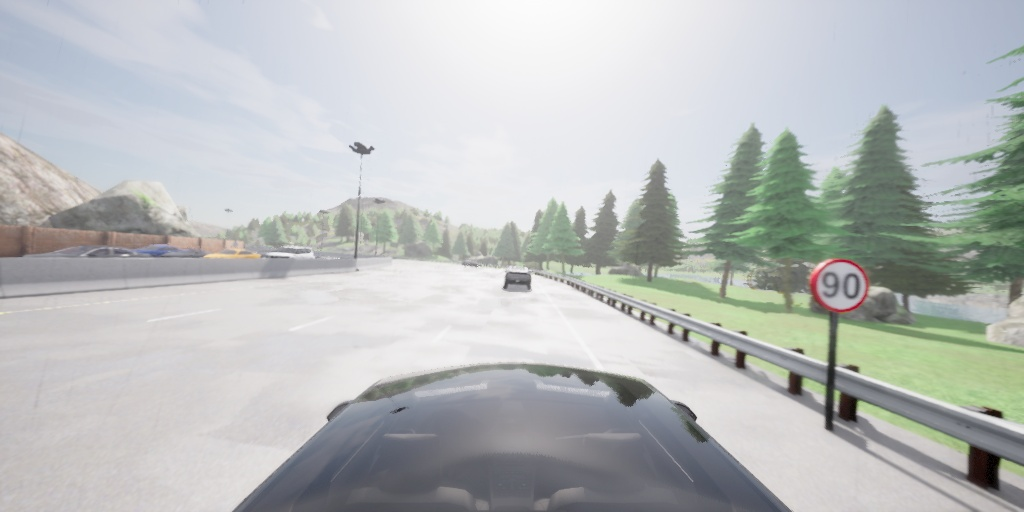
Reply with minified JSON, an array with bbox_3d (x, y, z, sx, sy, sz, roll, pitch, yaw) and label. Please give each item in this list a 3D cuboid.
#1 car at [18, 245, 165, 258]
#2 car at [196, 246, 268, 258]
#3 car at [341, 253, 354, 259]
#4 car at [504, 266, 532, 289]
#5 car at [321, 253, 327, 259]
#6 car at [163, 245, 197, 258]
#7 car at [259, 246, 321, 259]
[{"bbox_3d":[-20.853,0.219,17.758,2.128,1.511,4.902,3,-1,1],"label":"car"},{"bbox_3d":[-24.198,0.136,31.279,1.882,1.535,5.008,3,0,-2],"label":"car"},{"bbox_3d":[-24.771,0.306,54.363,1.882,1.535,5.008,3,-1,-20],"label":"car"},{"bbox_3d":[0.398,1.470,25.825,2.128,1.511,4.902,3,0,0],"label":"car"},{"bbox_3d":[-26.830,0.229,49.153,1.994,1.385,4.181,3,0,-15],"label":"car"},{"bbox_3d":[-27.693,0.024,30.921,1.994,1.385,4.181,3,0,-1],"label":"car"},{"bbox_3d":[-20.745,0.088,33.698,2.150,2.045,5.566,3,0,-3],"label":"car"}]
